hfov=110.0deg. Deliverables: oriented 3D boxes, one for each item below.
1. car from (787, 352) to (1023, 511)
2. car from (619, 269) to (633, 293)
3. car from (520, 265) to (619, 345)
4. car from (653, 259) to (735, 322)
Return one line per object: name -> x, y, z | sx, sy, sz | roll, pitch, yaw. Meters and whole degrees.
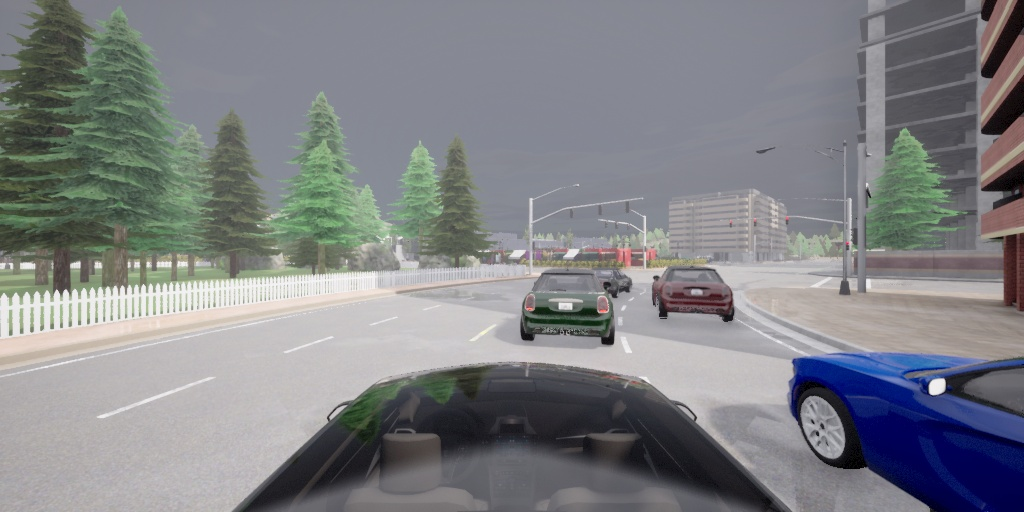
car -> 3.861, 1.229, 1.814 | 1.882, 1.535, 5.008 | 0, 0, 1
car -> 4.866, 1.302, 18.569 | 2.033, 1.411, 5.357 | 0, 0, 29
car -> 1.616, 1.104, 9.817 | 2.097, 1.767, 4.553 | 0, 0, 13
car -> 6.181, 1.105, 12.679 | 2.097, 1.767, 4.553 | 0, 0, 19
